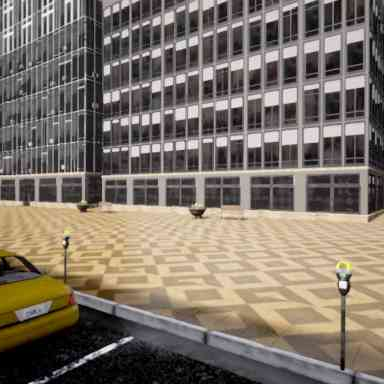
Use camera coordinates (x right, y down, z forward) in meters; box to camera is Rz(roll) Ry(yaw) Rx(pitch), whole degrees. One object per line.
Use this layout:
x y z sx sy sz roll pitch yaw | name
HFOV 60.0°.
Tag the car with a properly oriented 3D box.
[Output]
-3.943 1.528 5.701 4.829 1.417 1.752 0 0 36 | car
